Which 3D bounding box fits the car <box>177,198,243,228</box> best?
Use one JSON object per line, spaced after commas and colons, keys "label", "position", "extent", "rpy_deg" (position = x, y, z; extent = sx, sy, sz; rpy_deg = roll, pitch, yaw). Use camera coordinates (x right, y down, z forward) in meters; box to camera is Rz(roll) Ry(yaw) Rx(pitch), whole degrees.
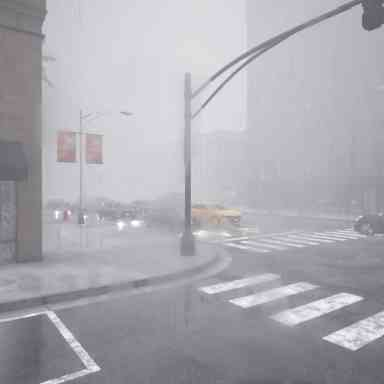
{"label": "car", "position": [1.276, 1.451, 22.499], "extent": [1.882, 1.535, 5.008], "rpy_deg": [0, 0, -35]}

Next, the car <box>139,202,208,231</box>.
{"label": "car", "position": [-1.232, 1.542, 20.419], "extent": [1.994, 1.385, 4.181], "rpy_deg": [0, 0, -36]}

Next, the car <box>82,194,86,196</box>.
{"label": "car", "position": [-21.109, 1.246, 65.002], "extent": [2.097, 1.767, 4.553], "rpy_deg": [0, 0, -35]}

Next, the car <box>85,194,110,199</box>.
{"label": "car", "position": [-10.260, 1.296, 38.523], "extent": [2.097, 1.767, 4.553], "rpy_deg": [0, 0, -36]}

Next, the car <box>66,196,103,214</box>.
{"label": "car", "position": [-11.079, 1.478, 34.102], "extent": [1.812, 1.442, 4.674], "rpy_deg": [0, 0, -36]}

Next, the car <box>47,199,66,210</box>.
{"label": "car", "position": [-17.064, 1.538, 42.452], "extent": [1.895, 1.301, 4.718], "rpy_deg": [0, 0, -35]}

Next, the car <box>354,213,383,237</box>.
{"label": "car", "position": [10.284, 1.346, 15.905], "extent": [2.097, 1.767, 4.553], "rpy_deg": [0, 0, -36]}

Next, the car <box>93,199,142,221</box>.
{"label": "car", "position": [-6.153, 1.529, 27.236], "extent": [1.994, 1.385, 4.181], "rpy_deg": [0, 0, -37]}

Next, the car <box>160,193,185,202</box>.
{"label": "car", "position": [-2.658, 1.163, 39.415], "extent": [2.150, 2.045, 5.566], "rpy_deg": [0, 0, -36]}

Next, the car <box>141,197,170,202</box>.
{"label": "car", "position": [-4.273, 1.464, 30.198], "extent": [1.837, 1.490, 4.892], "rpy_deg": [0, 0, -36]}
